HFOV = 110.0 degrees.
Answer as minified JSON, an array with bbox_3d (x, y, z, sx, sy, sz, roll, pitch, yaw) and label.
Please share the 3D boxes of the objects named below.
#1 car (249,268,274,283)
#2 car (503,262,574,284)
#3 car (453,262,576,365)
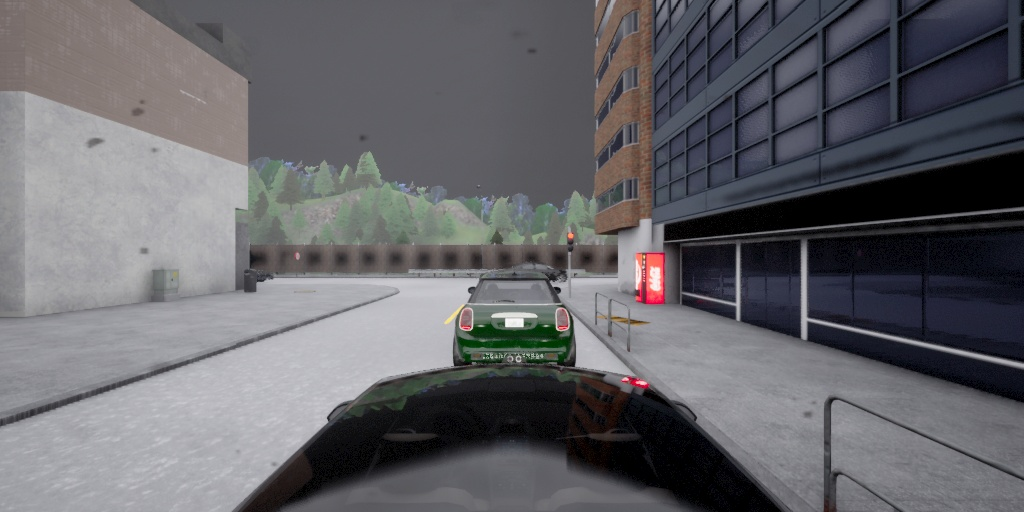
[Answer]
[{"bbox_3d":[-20.602,1.297,26.274,5.357,1.411,2.033,0,0,0],"label":"car"},{"bbox_3d":[1.880,1.227,26.265,5.008,1.535,1.882,0,0,0],"label":"car"},{"bbox_3d":[0.055,1.102,7.939,2.097,1.767,4.553,0,0,0],"label":"car"}]
